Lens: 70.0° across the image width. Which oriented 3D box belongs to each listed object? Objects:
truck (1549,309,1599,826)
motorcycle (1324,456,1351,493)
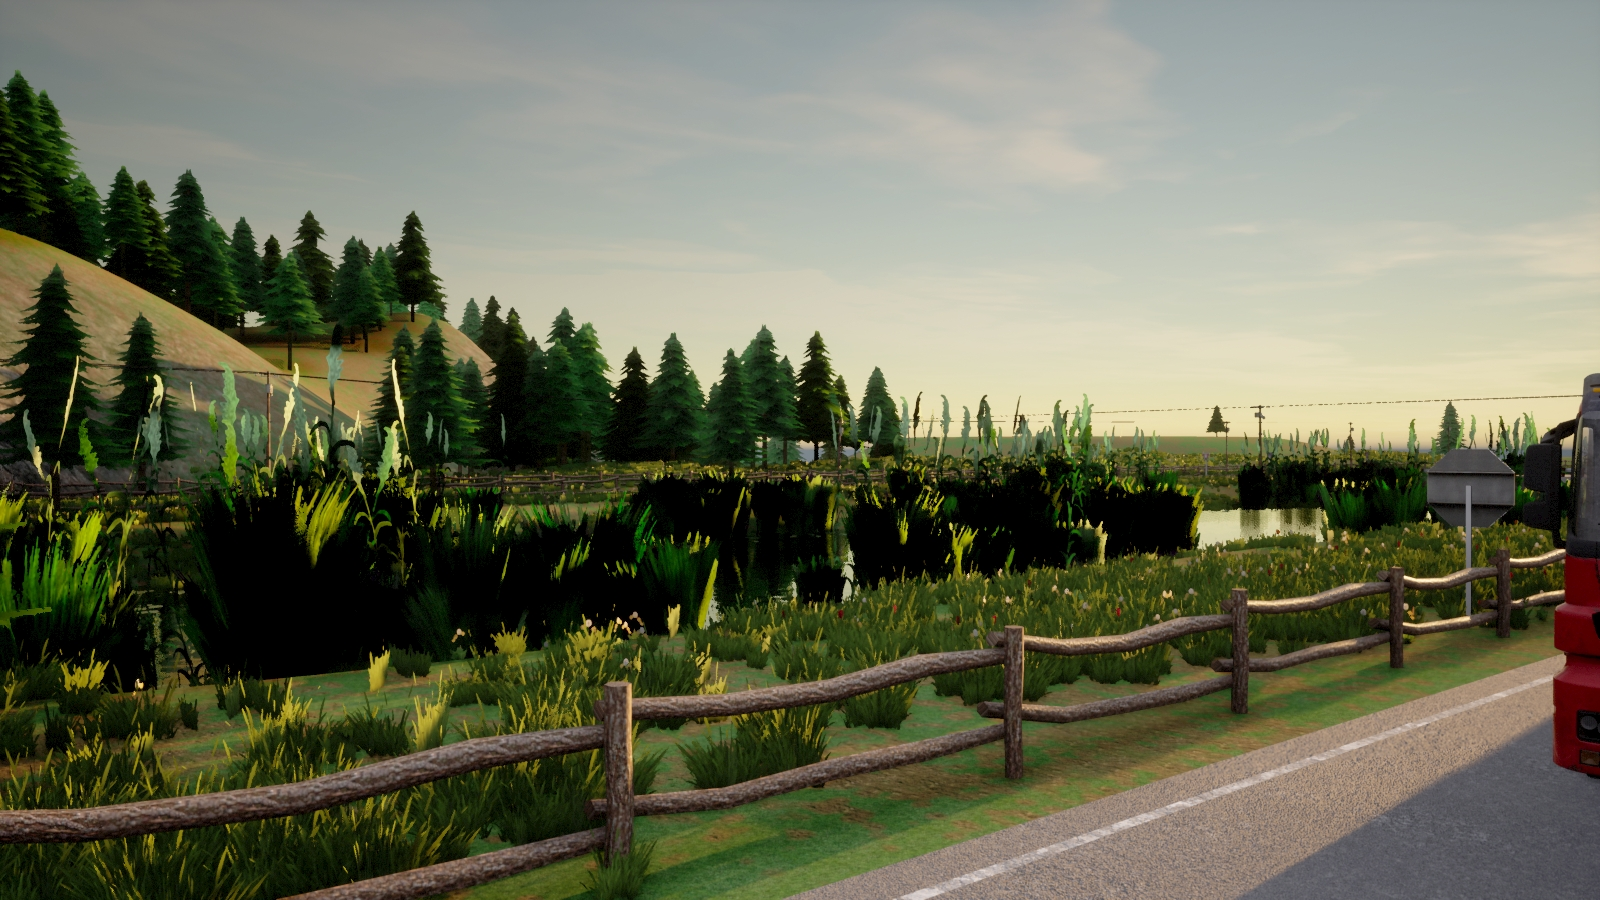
[{"bbox_3d":[9.527,0.862,10.952,2.891,3.827,8.468,0,0,40],"label":"truck"},{"bbox_3d":[35.015,1.577,74.470,2.033,2.348,0.803,0,0,-39],"label":"motorcycle"}]
